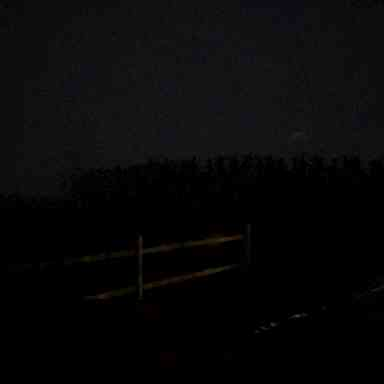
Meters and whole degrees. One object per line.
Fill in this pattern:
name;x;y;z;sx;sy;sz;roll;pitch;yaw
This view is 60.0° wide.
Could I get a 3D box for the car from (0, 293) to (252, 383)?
car;-1.842;1.478;1.749;5.008;1.535;1.882;0;0;-35
